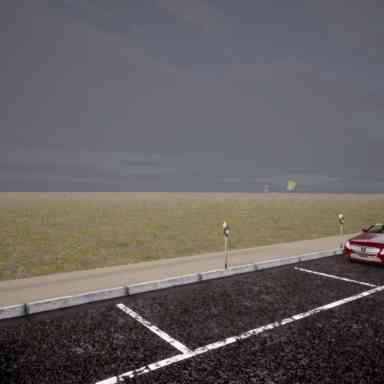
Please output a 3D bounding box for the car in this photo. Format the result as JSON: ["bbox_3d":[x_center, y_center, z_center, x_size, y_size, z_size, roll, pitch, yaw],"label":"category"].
[{"bbox_3d":[6.637,1.584,10.792,4.206,1.307,1.802,0,1,-35],"label":"car"}]
